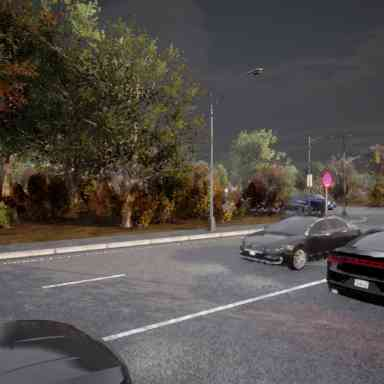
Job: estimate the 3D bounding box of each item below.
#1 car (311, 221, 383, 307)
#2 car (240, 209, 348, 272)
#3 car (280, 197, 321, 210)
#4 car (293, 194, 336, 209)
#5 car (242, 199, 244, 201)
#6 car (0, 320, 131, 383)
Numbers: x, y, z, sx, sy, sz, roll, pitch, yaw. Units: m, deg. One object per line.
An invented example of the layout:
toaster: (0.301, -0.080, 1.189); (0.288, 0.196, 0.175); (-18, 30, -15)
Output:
car: (5.022, 1.478, 7.349); (5.008, 1.535, 1.882); (0, 0, -36)
car: (3.708, 1.505, 10.961); (4.892, 1.490, 1.837); (0, 0, -36)
car: (12.118, 1.564, 38.193); (1.994, 1.385, 4.181); (0, 0, -32)
car: (14.720, 1.221, 40.663); (2.150, 2.045, 5.566); (0, 0, -31)
car: (7.591, 1.522, 45.319); (1.812, 1.442, 4.674); (0, 0, -32)
car: (-2.697, 1.505, 1.815); (4.892, 1.490, 1.837); (0, 0, -36)
